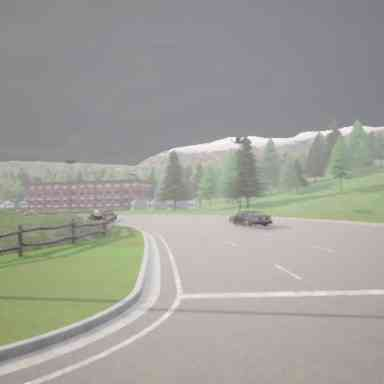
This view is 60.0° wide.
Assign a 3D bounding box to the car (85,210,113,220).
[{"bbox_3d":[-14.210,3.435,50.770,4.181,1.385,1.994,-2,-2,35],"label":"car"}]

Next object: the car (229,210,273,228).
[{"bbox_3d":[5.161,2.363,29.800,2.033,1.411,5.357,-1,-2,-18],"label":"car"}]

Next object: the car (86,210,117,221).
[{"bbox_3d":[-12.261,3.252,44.972,4.718,1.301,1.895,-3,-2,42],"label":"car"}]
